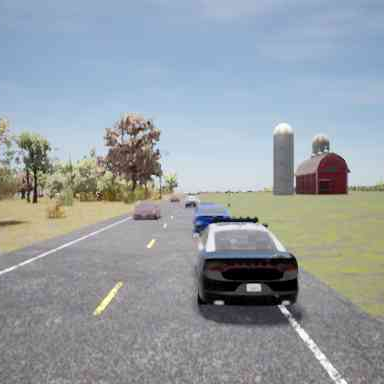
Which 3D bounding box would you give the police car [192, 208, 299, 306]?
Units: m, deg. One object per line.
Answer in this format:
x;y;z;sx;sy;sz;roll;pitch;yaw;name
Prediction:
1.048;1.414;8.216;1.930;1.638;5.238;0;0;0;police car

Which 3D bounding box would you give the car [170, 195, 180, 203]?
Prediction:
-3.521;1.353;68.293;1.882;1.535;5.008;0;0;0;car

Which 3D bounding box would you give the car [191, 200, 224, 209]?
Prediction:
1.046;1.452;18.106;1.882;1.535;5.008;0;0;0;car

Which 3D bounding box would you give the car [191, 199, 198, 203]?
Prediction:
1.044;1.470;24.107;1.837;1.490;4.892;0;0;0;car

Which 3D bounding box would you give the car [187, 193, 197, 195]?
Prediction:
-0.011;1.118;59.450;2.150;2.045;5.566;0;0;0;car

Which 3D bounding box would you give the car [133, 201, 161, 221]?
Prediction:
-3.603;1.484;27.163;1.812;1.442;4.674;0;0;0;car

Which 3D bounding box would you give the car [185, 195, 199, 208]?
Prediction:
0.011;1.522;47.509;1.895;1.301;4.718;0;0;1;car
